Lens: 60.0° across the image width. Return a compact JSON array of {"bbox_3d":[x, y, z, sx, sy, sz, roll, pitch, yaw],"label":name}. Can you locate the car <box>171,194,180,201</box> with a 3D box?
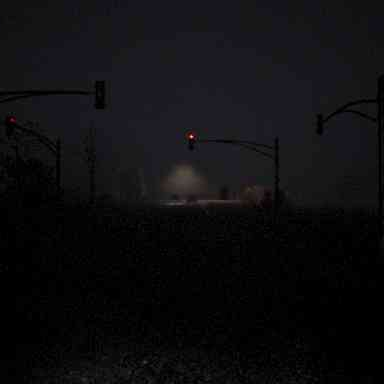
[{"bbox_3d":[-3.568,1.194,72.230,1.837,1.490,4.892,0,0,0],"label":"car"}]

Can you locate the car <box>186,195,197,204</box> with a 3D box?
[{"bbox_3d":[-0.064,1.423,68.028,2.097,1.767,4.553,0,0,0],"label":"car"}]

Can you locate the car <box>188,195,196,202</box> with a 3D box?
[{"bbox_3d":[-0.074,1.425,78.064,1.837,1.490,4.892,0,0,0],"label":"car"}]
